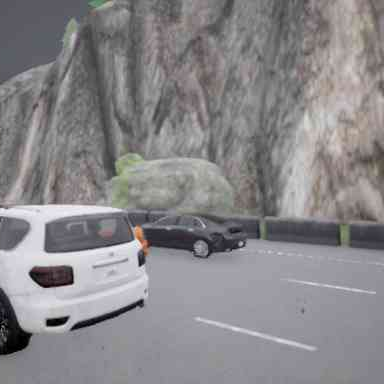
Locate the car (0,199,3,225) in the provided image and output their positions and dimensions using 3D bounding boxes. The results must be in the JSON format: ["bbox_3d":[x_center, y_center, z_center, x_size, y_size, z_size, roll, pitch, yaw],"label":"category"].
[{"bbox_3d":[-15.677,1.397,23.778,4.553,1.767,2.097,0,0,36],"label":"car"}]

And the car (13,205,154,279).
[{"bbox_3d":[-3.656,1.396,10.900,4.553,1.767,2.097,0,0,36],"label":"car"}]

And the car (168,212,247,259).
[{"bbox_3d":[-0.300,1.544,12.805,4.892,1.490,1.837,0,0,36],"label":"car"}]

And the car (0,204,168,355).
[{"bbox_3d":[-3.342,1.256,6.377,5.566,2.045,2.150,0,0,36],"label":"car"}]
